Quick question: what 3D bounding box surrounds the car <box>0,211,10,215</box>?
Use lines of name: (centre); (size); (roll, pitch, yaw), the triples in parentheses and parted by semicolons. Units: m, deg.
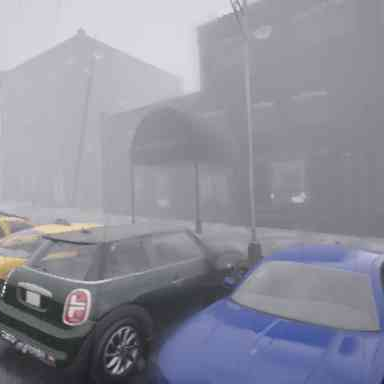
car: (-5.341, 1.344, 9.412); (1.946, 1.575, 5.366); (1, 1, 36)

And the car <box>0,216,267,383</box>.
car: (-0.699, 1.326, 5.793); (2.185, 1.767, 4.553); (1, 1, 36)

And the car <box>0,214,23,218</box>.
car: (-3.175, 1.398, 7.391); (1.946, 1.575, 5.366); (1, 1, 36)
